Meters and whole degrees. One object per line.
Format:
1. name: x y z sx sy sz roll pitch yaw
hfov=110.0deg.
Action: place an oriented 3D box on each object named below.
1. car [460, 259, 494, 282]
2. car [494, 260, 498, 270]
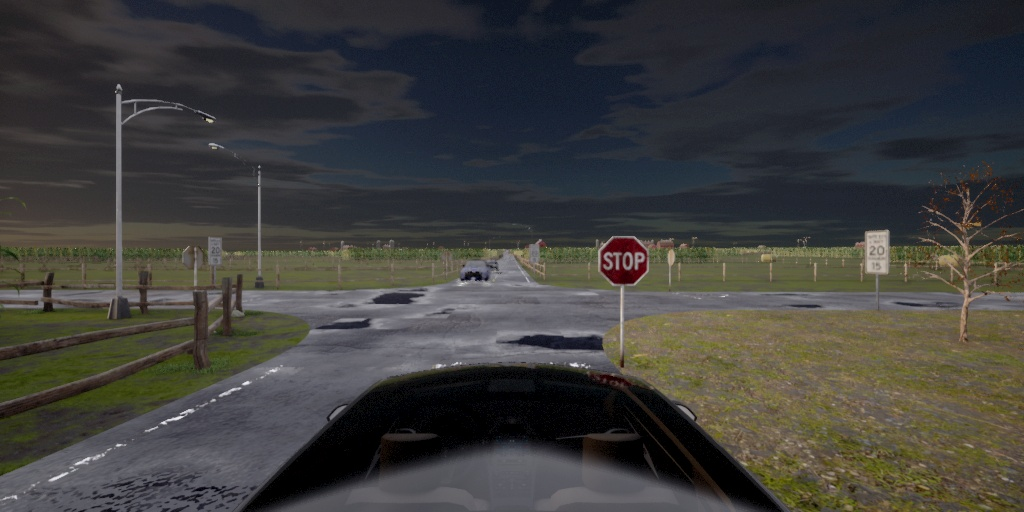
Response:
1. car: -2.833 1.072 28.463 2.097 1.767 4.553 0 0 0
2. car: -2.901 1.232 49.781 1.994 1.385 4.181 0 0 0
